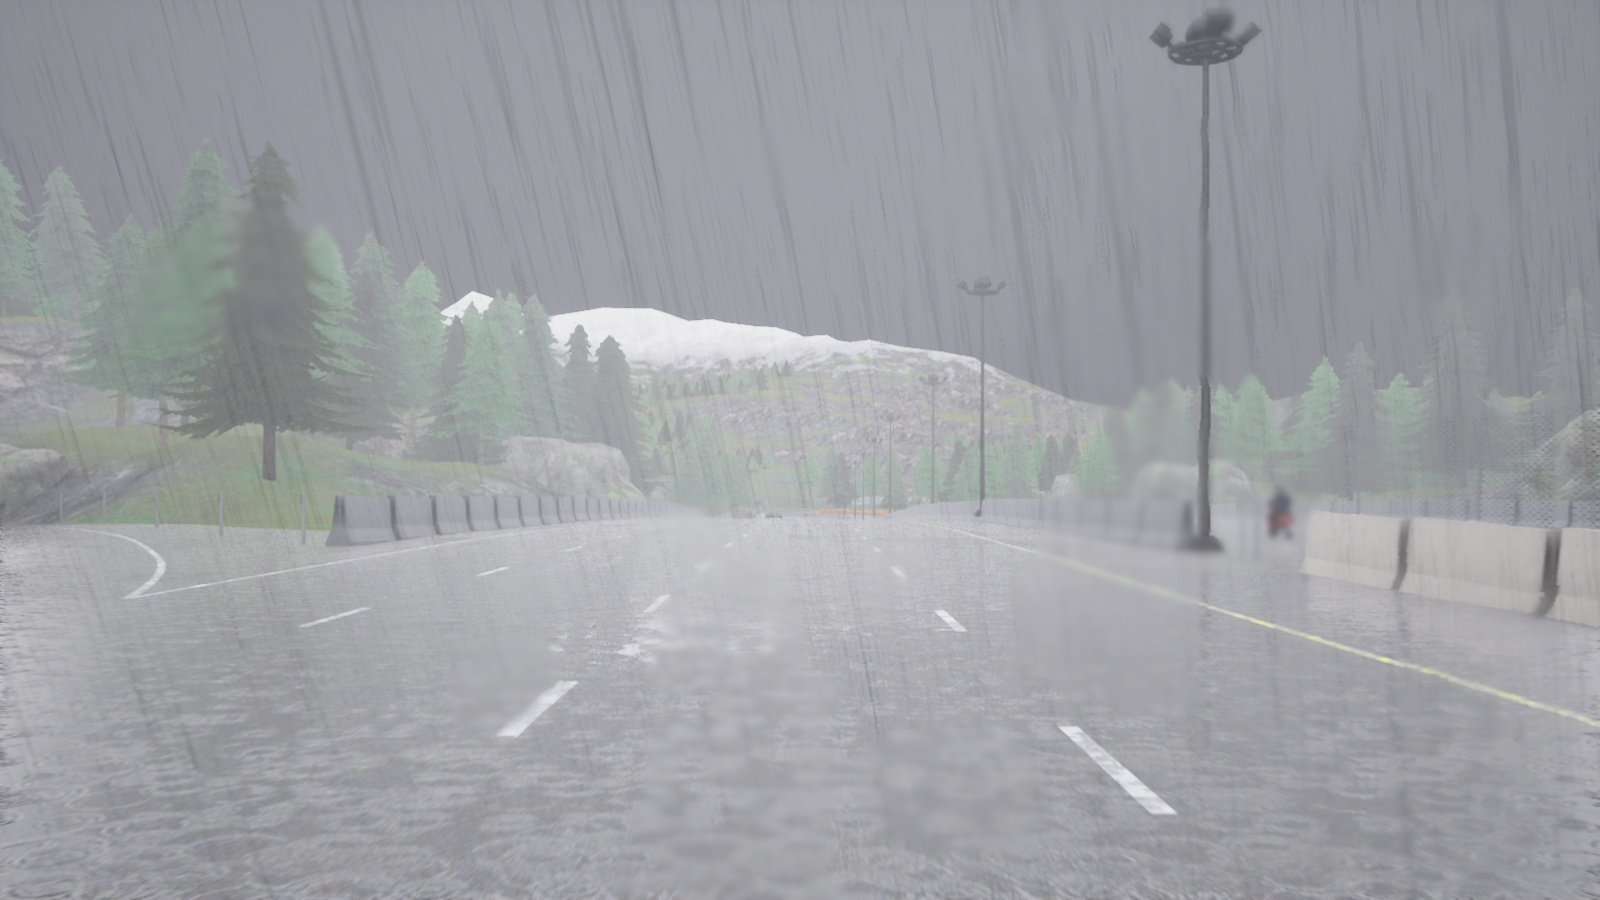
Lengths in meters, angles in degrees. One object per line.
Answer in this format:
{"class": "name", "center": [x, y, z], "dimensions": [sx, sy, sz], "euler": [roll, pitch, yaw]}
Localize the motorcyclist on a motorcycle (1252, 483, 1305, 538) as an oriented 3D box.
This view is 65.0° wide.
{"class": "motorcyclist on a motorcycle", "center": [14.149, 1.768, 37.151], "dimensions": [0.866, 1.590, 1.817], "euler": [0, -2, 1]}
